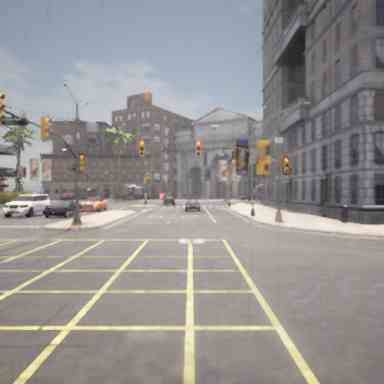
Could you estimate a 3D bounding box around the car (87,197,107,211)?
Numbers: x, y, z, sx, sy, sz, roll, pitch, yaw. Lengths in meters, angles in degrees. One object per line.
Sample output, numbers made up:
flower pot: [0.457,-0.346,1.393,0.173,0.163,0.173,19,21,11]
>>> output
car: [-11.541,1.334,39.328,2.097,1.767,4.553,0,0,0]

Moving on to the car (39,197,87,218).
car: [-11.533,1.464,30.192,1.882,1.535,5.008,0,0,1]

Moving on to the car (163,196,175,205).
car: [-3.921,1.480,56.270,1.837,1.490,4.892,0,0,-8]

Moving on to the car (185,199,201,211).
car: [0.089,1.530,40.023,2.033,1.411,5.357,0,0,0]

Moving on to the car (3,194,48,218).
car: [-15.023,1.208,30.716,2.150,2.045,5.566,0,0,0]
